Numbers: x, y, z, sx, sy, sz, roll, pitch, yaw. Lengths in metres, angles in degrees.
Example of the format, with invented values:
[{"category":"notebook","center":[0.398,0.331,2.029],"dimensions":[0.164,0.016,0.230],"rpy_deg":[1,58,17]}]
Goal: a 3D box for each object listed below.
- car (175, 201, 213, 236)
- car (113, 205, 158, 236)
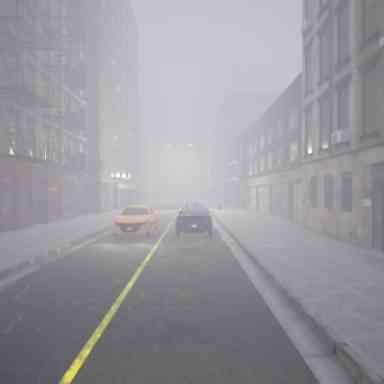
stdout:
[{"category":"car","center":[0.102,1.477,18.531],"dimensions":[1.882,1.535,5.008],"rpy_deg":[0,0,0]},{"category":"car","center":[-3.000,1.482,18.416],"dimensions":[1.882,1.535,5.008],"rpy_deg":[0,0,0]}]
